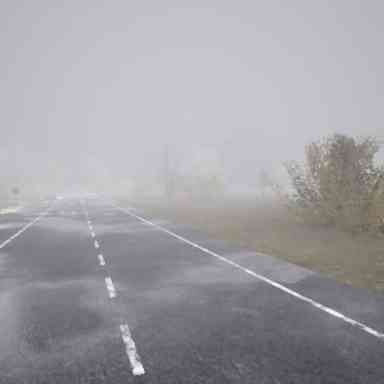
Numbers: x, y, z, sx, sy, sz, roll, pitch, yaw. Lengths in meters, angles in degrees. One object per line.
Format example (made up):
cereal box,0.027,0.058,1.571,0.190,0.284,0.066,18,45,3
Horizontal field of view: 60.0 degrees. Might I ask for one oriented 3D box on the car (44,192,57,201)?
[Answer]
car,-25.644,0.828,60.340,1.812,1.442,4.674,-1,1,-19
